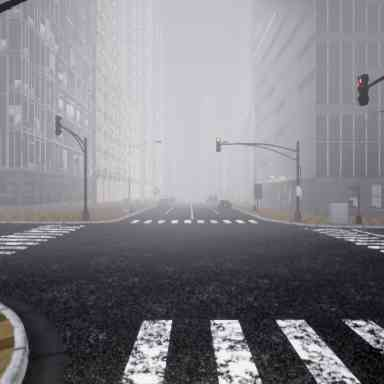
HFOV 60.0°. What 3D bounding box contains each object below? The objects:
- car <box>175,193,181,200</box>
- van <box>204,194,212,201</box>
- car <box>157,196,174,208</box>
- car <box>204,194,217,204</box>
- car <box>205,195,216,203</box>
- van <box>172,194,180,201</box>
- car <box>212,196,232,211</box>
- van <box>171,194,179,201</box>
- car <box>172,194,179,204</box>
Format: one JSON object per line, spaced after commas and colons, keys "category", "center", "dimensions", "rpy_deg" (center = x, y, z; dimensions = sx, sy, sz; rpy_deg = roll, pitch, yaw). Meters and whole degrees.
{"category": "car", "center": [-4.054, 1.426, 74.964], "dimensions": [1.967, 1.590, 4.097], "rpy_deg": [0, 0, 0]}
{"category": "van", "center": [3.809, 1.321, 80.516], "dimensions": [1.690, 1.788, 3.998], "rpy_deg": [0, 0, 0]}
{"category": "car", "center": [-3.970, 1.592, 47.326], "dimensions": [1.802, 1.307, 4.206], "rpy_deg": [0, 0, 0]}
{"category": "car", "center": [3.860, 1.313, 63.932], "dimensions": [2.192, 1.841, 5.009], "rpy_deg": [0, 0, 0]}
{"category": "car", "center": [3.843, 1.432, 69.461], "dimensions": [1.967, 1.590, 4.097], "rpy_deg": [0, 0, 0]}
{"category": "van", "center": [-4.088, 1.315, 86.019], "dimensions": [1.690, 1.788, 3.998], "rpy_deg": [0, 0, 0]}
{"category": "car", "center": [3.976, 1.579, 41.824], "dimensions": [1.947, 1.339, 4.313], "rpy_deg": [0, 0, 0]}
{"category": "van", "center": [-4.071, 1.321, 80.492], "dimensions": [1.690, 1.788, 3.998], "rpy_deg": [0, 0, 0]}
{"category": "car", "center": [-4.020, 1.564, 63.909], "dimensions": [1.947, 1.339, 4.313], "rpy_deg": [0, 0, 0]}
